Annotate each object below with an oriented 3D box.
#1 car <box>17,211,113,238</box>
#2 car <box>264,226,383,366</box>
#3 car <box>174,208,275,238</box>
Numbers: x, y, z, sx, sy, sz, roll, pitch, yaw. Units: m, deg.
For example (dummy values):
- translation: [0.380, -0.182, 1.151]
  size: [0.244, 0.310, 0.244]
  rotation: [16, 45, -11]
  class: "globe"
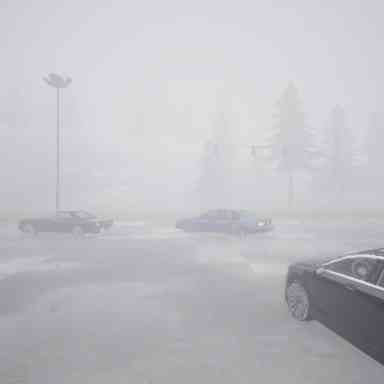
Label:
- translation: [-6.762, 1.649, 17.717]
  size: [4.718, 1.301, 1.895]
  rotation: [0, 0, 14]
  class: "car"
- translation: [2.982, 1.504, 4.521]
  size: [2.128, 1.511, 4.902]
  rotation: [0, 0, -10]
  class: "car"
- translation: [1.683, 1.596, 18.055]
  size: [5.357, 1.411, 2.033]
  rotation: [0, 0, 31]
  class: "car"
